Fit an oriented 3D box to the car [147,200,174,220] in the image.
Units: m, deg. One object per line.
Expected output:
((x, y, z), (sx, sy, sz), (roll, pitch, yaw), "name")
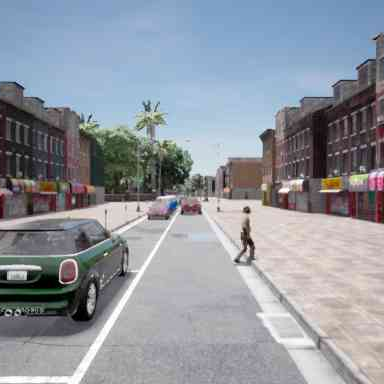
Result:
((-2.783, 1.599, 28.416), (1.802, 1.307, 4.206), (0, 0, 0), "car")

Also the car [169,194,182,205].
((-2.953, 1.393, 61.201), (2.192, 1.841, 5.009), (0, 0, 0), "car")

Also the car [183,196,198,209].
((-0.207, 1.402, 47.157), (2.097, 1.767, 4.553), (0, 0, 0), "car")

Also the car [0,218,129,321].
((-2.786, 1.351, 7.417), (2.097, 1.767, 4.553), (0, 0, 0), "car")

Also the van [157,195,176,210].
((-2.811, 1.367, 33.881), (1.690, 1.788, 3.998), (0, 0, 0), "van")

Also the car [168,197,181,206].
((-2.925, 1.616, 55.737), (2.008, 1.369, 4.403), (0, 0, 0), "car")

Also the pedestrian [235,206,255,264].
((1.626, 1.294, 10.245), (0.375, 1.860, 0.375), (0, 0, 0), "pedestrian")

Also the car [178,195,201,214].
((-0.093, 1.381, 35.385), (2.097, 1.767, 4.553), (0, 0, 0), "car")

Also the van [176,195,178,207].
((-2.840, 1.377, 39.345), (1.690, 1.788, 3.998), (0, 0, 0), "van")

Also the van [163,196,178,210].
((-2.868, 1.386, 44.809), (1.690, 1.788, 3.998), (0, 0, 0), "van")
